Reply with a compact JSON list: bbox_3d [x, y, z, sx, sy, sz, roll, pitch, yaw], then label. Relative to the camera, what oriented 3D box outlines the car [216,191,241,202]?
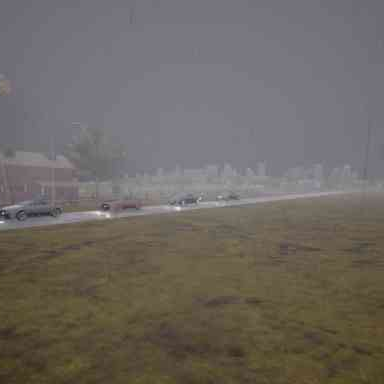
[{"bbox_3d":[5.314,0.595,48.402,2.128,1.511,4.902,1,2,37],"label":"car"}]

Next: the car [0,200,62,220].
[{"bbox_3d":[-11.925,1.267,24.736,1.994,1.385,4.181,1,2,34],"label":"car"}]

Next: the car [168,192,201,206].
[{"bbox_3d":[-0.846,0.827,39.976,1.837,1.490,4.892,1,2,36],"label":"car"}]

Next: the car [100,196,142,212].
[{"bbox_3d":[-6.730,1.090,31.872,1.994,1.385,4.181,1,2,36],"label":"car"}]
